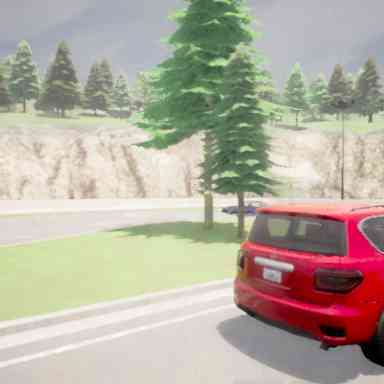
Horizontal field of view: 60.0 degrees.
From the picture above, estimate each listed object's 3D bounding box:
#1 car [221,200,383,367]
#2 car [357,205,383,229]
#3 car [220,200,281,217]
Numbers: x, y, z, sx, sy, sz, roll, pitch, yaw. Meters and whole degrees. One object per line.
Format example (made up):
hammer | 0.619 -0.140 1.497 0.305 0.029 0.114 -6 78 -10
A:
car | 3.266 1.216 5.982 5.566 2.045 2.150 0 0 -35
car | 12.640 1.557 20.722 1.994 1.385 4.181 0 0 -12
car | 5.427 1.493 31.018 5.357 1.411 2.033 0 0 11
